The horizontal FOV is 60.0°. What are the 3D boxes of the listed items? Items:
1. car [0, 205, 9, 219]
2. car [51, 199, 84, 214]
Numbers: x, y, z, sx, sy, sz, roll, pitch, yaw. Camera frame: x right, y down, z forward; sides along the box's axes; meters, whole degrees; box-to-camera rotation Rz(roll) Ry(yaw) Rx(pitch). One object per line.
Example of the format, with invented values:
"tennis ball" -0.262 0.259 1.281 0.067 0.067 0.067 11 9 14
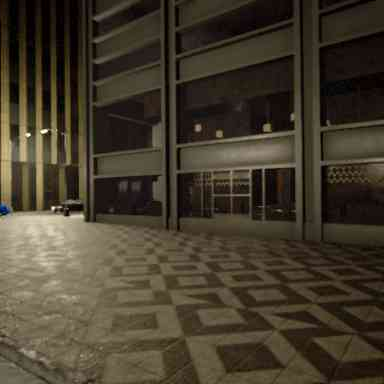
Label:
"car" -18.175 1.566 27.950 1.882 1.535 5.008 -1 0 37
"car" -12.690 1.541 35.665 2.128 1.511 4.902 -1 0 35
